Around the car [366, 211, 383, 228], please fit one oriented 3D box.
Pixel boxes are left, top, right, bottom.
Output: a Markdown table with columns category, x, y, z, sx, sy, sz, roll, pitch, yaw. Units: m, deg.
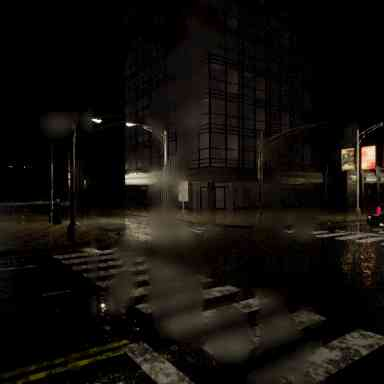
| category | x | y | z | sx | sy | sz | roll | pitch | yaw |
| --- | --- | --- | --- | --- | --- | --- | --- | --- | --- |
| car | 12.960 | 1.606 | 20.811 | 4.718 | 1.301 | 1.895 | 0 | 0 | -35 |

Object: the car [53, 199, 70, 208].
| category | x | y | z | sx | sy | sz | roll | pitch | yaw |
| --- | --- | --- | --- | --- | --- | --- | --- | --- | --- |
| car | -17.923 | 1.635 | 45.982 | 2.033 | 1.411 | 5.357 | 0 | 0 | -34 |
